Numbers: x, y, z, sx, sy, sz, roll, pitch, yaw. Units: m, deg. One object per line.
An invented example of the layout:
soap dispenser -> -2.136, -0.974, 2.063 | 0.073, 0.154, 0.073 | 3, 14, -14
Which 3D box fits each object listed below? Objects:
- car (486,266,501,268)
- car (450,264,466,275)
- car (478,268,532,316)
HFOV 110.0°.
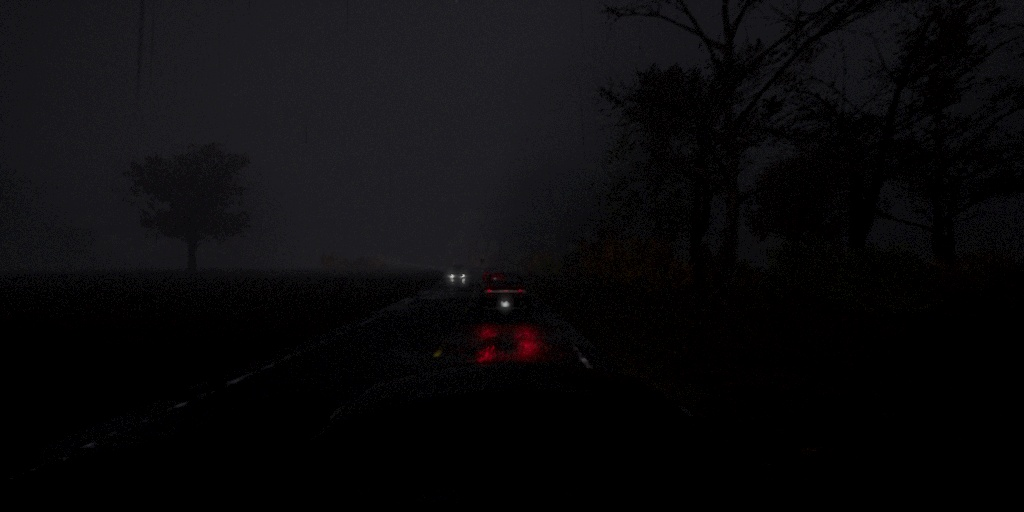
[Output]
car -> -1.561, 1.618, 30.447 | 1.882, 1.535, 5.008 | 0, 0, -6
car -> -7.618, 1.914, 50.635 | 1.837, 1.490, 4.892 | 0, -1, -10
car -> -0.314, 1.413, 14.177 | 2.128, 1.511, 4.902 | 0, -1, -2
